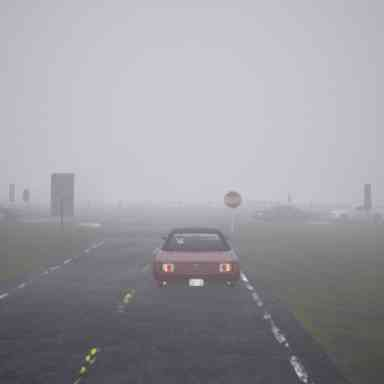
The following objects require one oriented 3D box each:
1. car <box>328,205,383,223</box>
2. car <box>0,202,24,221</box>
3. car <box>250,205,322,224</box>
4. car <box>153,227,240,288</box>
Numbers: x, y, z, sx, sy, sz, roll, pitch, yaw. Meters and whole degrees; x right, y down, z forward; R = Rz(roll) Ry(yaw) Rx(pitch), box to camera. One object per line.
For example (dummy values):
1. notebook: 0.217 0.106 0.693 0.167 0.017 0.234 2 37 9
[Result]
1. car: 14.182 1.850 28.606 4.674 1.442 1.812 1 -1 0
2. car: -15.539 1.397 25.516 4.892 1.490 1.837 1 -1 0
3. car: 7.260 1.727 25.735 5.357 1.411 2.033 1 -1 -13
4. car: 0.099 1.636 9.273 1.895 1.301 4.718 0 0 0
